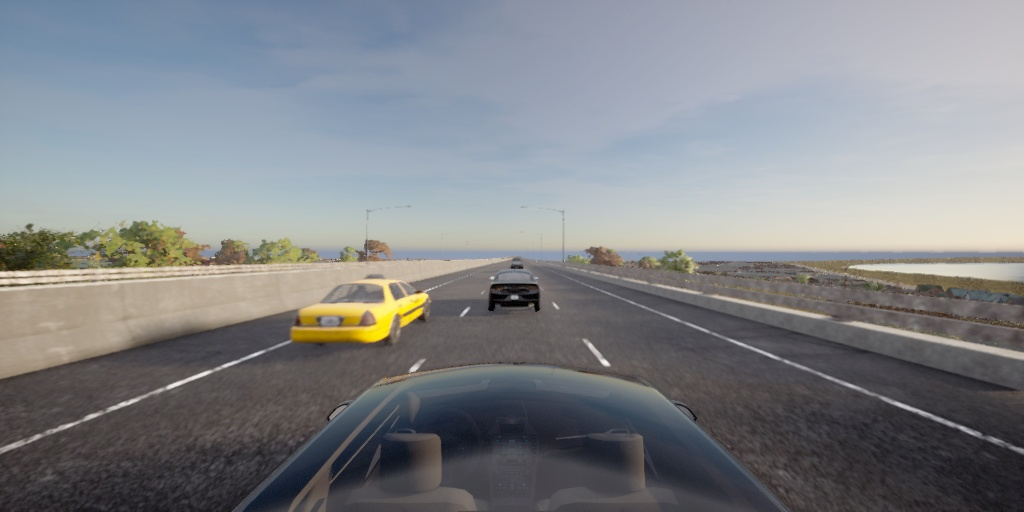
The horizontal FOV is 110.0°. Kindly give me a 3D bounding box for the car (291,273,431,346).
[{"bbox_3d":[-3.485,1.234,9.464,1.801,1.575,5.366,0,0,0],"label":"car"}]

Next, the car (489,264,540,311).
[{"bbox_3d":[0.101,1.279,14.897,1.882,1.535,5.008,0,0,0],"label":"car"}]

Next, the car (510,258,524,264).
[{"bbox_3d":[0.698,1.445,50.937,1.882,1.535,5.008,0,0,1],"label":"car"}]
